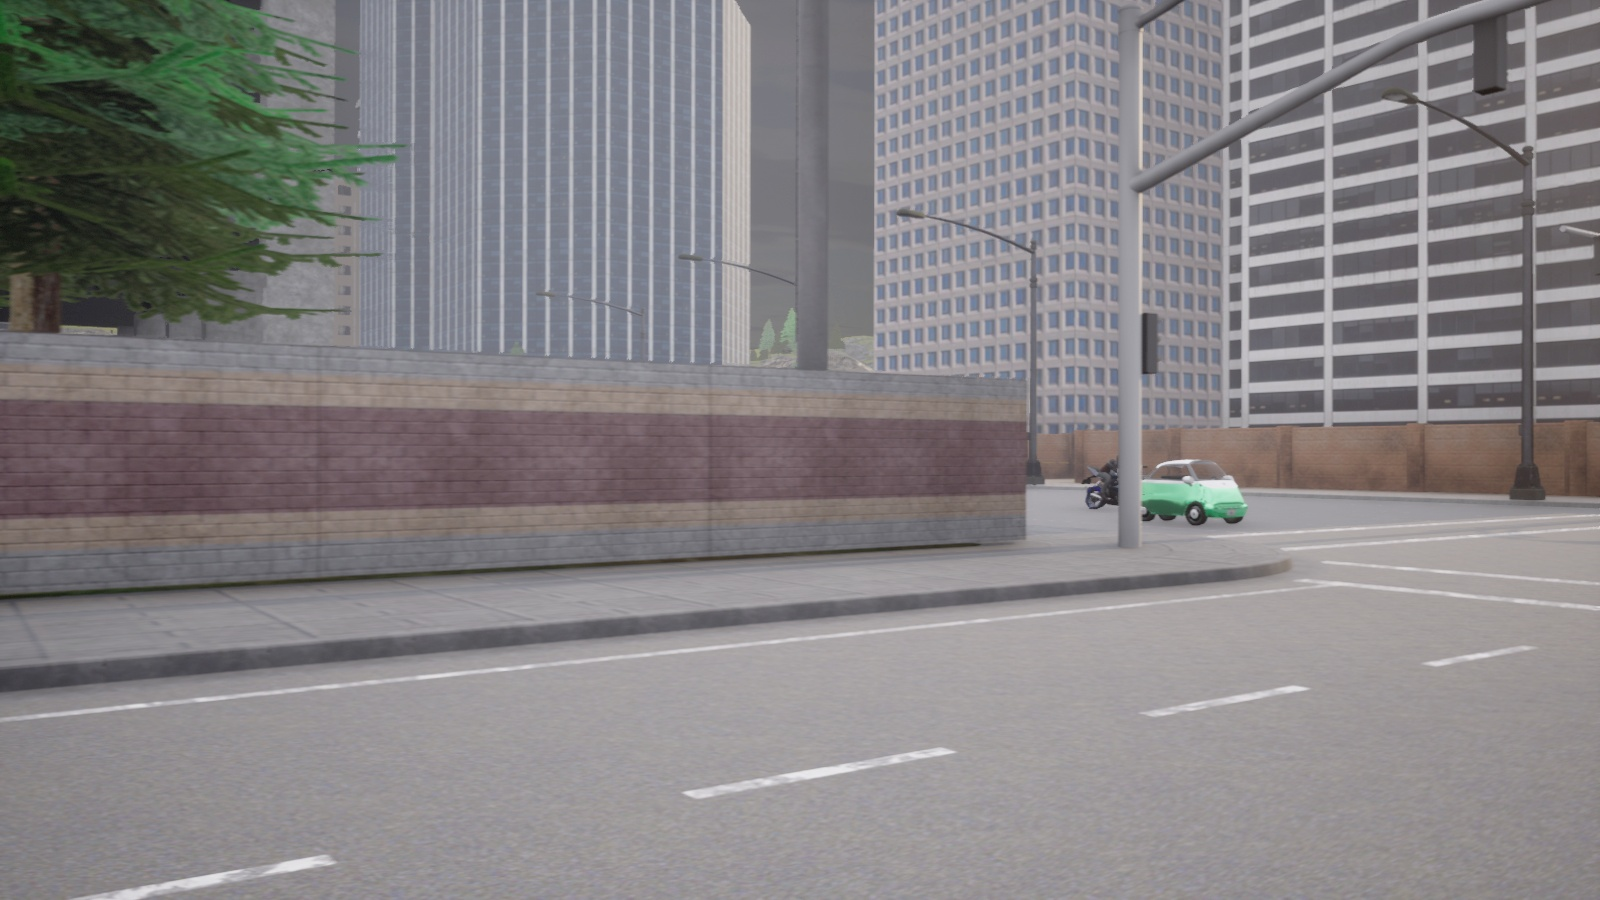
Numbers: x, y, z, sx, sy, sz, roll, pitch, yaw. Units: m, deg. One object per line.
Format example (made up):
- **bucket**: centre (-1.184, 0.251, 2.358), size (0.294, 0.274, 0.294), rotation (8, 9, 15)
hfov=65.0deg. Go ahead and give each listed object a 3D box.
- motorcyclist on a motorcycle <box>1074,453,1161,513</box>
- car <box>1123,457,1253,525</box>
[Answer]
- **motorcyclist on a motorcycle**: centre (8.325, 0.843, 33.016), size (0.866, 1.530, 2.191), rotation (0, 0, -35)
- **car**: centre (8.282, 0.847, 26.906), size (1.481, 1.376, 2.207), rotation (0, -1, -35)
